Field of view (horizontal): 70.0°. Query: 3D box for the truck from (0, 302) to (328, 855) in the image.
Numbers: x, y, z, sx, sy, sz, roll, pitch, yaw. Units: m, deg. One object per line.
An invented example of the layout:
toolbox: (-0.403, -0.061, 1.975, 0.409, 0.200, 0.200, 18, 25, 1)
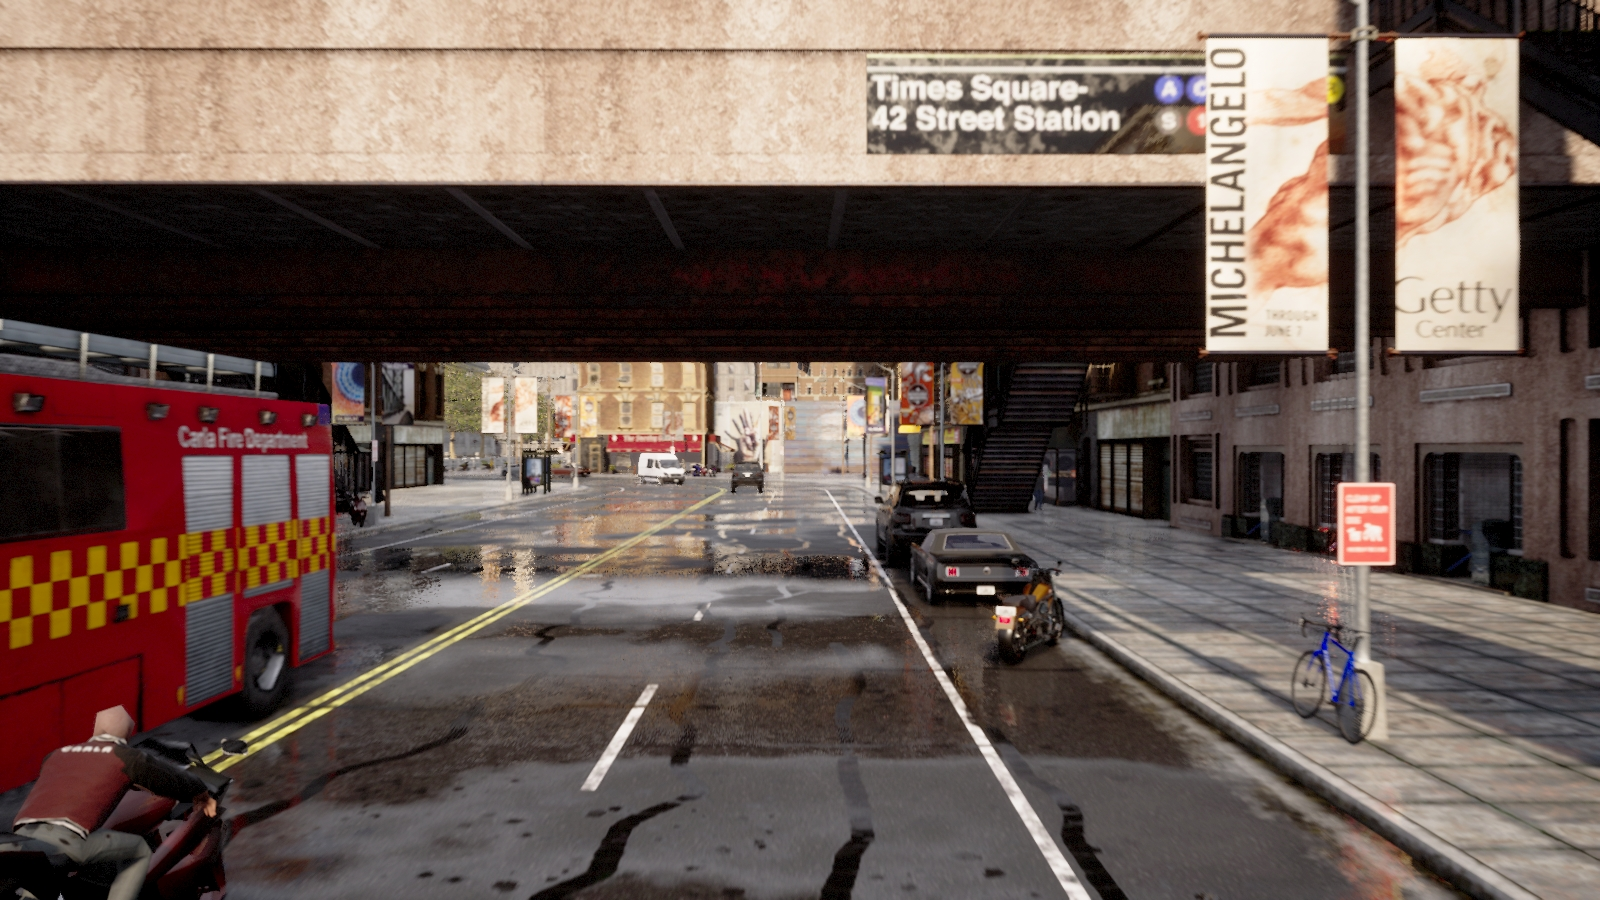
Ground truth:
truck: (-6.982, 0.891, 9.148, 2.891, 3.827, 8.468, 0, 0, 0)

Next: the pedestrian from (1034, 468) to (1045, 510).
pedestrian: (10.445, 1.697, 49.832, 0.375, 1.860, 0.375, 0, 0, -6)

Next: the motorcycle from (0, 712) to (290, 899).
motorcycle: (-3.500, 2.205, 5.770, 0.867, 1.251, 2.209, 0, 0, 0)

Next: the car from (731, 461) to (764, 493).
car: (-3.595, 1.779, 77.417, 2.150, 2.045, 5.566, 0, 0, -3)
